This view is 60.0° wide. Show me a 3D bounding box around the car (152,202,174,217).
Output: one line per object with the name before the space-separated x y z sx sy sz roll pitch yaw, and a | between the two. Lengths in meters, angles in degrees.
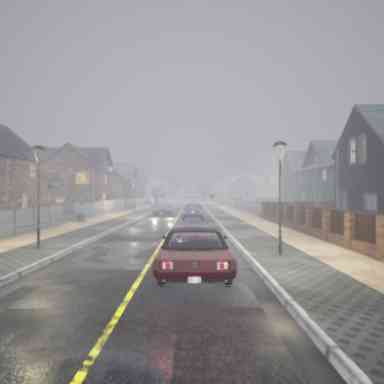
car | -2.849 1.697 33.266 1.812 1.442 4.674 0 0 0

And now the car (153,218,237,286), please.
car | 0.076 1.645 9.489 1.895 1.301 4.718 0 0 0

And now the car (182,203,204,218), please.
car | 0.093 1.696 29.680 2.033 1.411 5.357 0 0 0
